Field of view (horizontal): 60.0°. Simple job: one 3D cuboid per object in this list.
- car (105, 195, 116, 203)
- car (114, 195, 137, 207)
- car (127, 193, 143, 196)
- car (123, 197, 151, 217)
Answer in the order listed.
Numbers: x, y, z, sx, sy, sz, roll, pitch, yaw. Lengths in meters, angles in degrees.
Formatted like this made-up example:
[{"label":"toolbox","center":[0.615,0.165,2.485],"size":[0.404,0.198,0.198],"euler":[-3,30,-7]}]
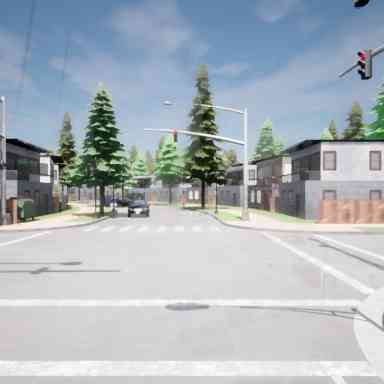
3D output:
[{"label":"car","center":[-16.518,1.317,66.760],"size":[2.097,1.767,4.553],"euler":[0,0,-45]},{"label":"car","center":[-9.849,1.566,49.292],"size":[1.895,1.301,4.718],"euler":[0,0,-24]},{"label":"car","center":[-10.401,1.187,58.418],"size":[2.150,2.045,5.566],"euler":[0,0,-36]},{"label":"car","center":[-4.844,1.457,30.545],"size":[2.128,1.511,4.902],"euler":[0,0,-7]}]
